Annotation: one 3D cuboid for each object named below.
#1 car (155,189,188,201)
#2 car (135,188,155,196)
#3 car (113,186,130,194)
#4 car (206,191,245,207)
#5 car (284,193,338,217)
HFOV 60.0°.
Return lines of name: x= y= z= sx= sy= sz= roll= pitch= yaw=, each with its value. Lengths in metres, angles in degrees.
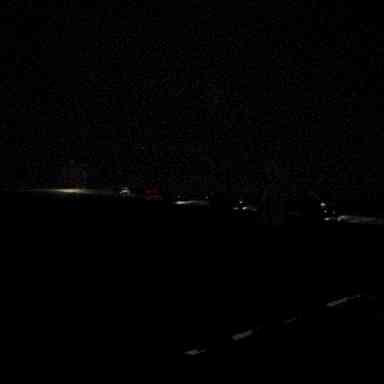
car: x=-2.439 y=0.372 z=43.576 sx=1.837 sy=1.490 sz=4.892 roll=-3 pitch=4 yaw=-35
car: x=-7.896 y=-0.090 z=56.357 sx=1.895 sy=1.301 sz=4.718 roll=-3 pitch=4 yaw=-35
car: x=-13.792 y=-0.498 z=64.665 sx=2.128 sy=1.511 sz=4.902 roll=-3 pitch=4 yaw=-35
car: x=3.491 y=0.698 z=35.195 sx=2.128 sy=1.511 sz=4.902 roll=-3 pitch=4 yaw=-35
car: x=9.392 y=0.898 z=26.877 sx=2.097 sy=1.767 sz=4.553 roll=-3 pitch=4 yaw=-35
